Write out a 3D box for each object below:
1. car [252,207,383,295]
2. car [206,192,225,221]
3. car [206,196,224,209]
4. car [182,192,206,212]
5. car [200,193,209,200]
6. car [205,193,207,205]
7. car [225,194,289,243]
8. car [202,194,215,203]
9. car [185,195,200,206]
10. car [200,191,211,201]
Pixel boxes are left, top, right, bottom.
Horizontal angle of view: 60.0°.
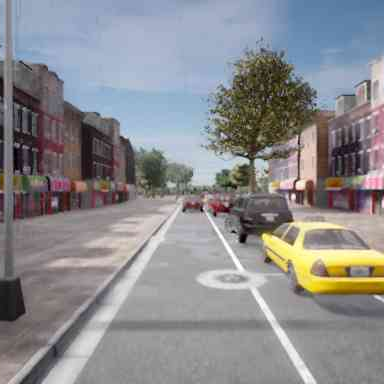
[{"bbox_3d":[3.032,1.389,8.578,1.801,1.575,5.366,0,0,0],"label":"car"},{"bbox_3d":[2.659,1.092,28.292,2.192,1.841,5.009,0,0,0],"label":"car"},{"bbox_3d":[2.667,1.235,39.385,1.887,1.381,4.507,0,0,0],"label":"car"},{"bbox_3d":[0.103,1.082,34.195,2.097,1.767,4.553,0,0,0],"label":"car"},{"bbox_3d":[2.691,0.993,72.826,1.752,1.417,4.829,0,0,0],"label":"car"},{"bbox_3d":[2.663,1.174,33.838,1.967,1.590,4.097,0,0,0],"label":"car"},{"bbox_3d":[2.993,1.099,15.416,2.150,2.045,5.566,0,0,0],"label":"car"},{"bbox_3d":[2.679,1.124,56.020,2.008,1.369,4.403,0,0,0],"label":"car"},{"bbox_3d":[0.088,1.198,46.832,1.994,1.385,4.181,0,0,1],"label":"car"},{"bbox_3d":[2.686,0.818,67.109,2.192,1.841,5.009,0,0,0],"label":"car"}]
